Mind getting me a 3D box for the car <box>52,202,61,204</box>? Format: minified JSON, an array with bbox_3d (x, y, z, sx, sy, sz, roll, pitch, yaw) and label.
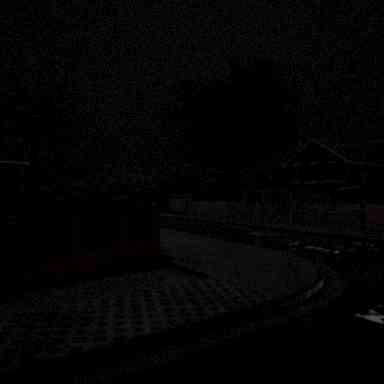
[{"bbox_3d":[-19.262,2.172,47.064,2.033,1.411,5.357,1,-2,-42],"label":"car"}]
